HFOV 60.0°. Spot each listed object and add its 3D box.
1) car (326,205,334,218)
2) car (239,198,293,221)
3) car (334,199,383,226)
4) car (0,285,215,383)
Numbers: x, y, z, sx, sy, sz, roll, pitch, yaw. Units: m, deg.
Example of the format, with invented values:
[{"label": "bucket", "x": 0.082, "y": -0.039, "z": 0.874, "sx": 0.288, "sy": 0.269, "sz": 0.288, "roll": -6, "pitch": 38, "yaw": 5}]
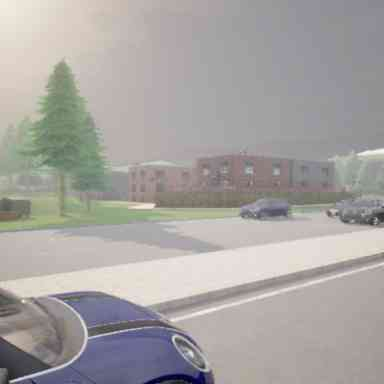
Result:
[{"label": "car", "x": 13.029, "y": 1.378, "z": 27.383, "sx": 4.902, "sy": 1.511, "sz": 2.128, "roll": 0, "pitch": 0, "yaw": -35}, {"label": "car", "x": 5.941, "y": 1.265, "z": 26.643, "sx": 4.553, "sy": 1.767, "sz": 2.097, "roll": 0, "pitch": 0, "yaw": -35}, {"label": "car", "x": 11.995, "y": 1.255, "z": 22.358, "sx": 4.553, "sy": 1.767, "sz": 2.097, "roll": 0, "pitch": 0, "yaw": -35}, {"label": "car", "x": -1.990, "y": 1.354, "z": 2.316, "sx": 4.553, "sy": 1.767, "sz": 2.097, "roll": 0, "pitch": 0, "yaw": -36}]
